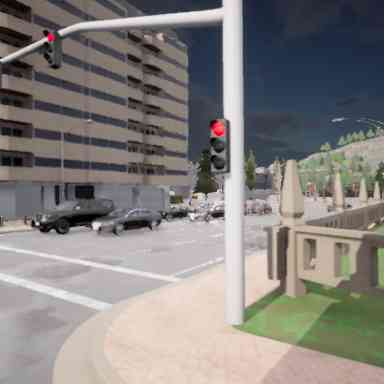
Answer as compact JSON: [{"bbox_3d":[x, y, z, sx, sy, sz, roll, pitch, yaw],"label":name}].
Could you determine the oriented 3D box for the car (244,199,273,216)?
[{"bbox_3d":[7.207,1.777,35.917,1.994,1.385,4.181,-1,0,35],"label":"car"}]

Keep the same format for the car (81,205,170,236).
[{"bbox_3d":[-3.866,1.708,20.174,2.128,1.511,4.902,-1,0,35],"label":"car"}]

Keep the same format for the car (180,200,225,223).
[{"bbox_3d":[1.498,1.707,27.811,2.128,1.511,4.902,-1,0,35],"label":"car"}]

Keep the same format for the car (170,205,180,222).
[{"bbox_3d":[-1.693,1.855,29.359,1.895,1.301,4.718,-1,0,35],"label":"car"}]

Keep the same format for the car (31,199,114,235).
[{"bbox_3d":[-7.306,1.478,21.373,2.150,2.045,5.566,-1,-1,35],"label":"car"}]

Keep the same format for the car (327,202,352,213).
[{"bbox_3d":[15.906,1.697,35.797,1.994,1.385,4.181,-1,0,35],"label":"car"}]

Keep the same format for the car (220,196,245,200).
[{"bbox_3d":[4.390,1.474,38.011,2.150,2.045,5.566,-1,0,35],"label":"car"}]
